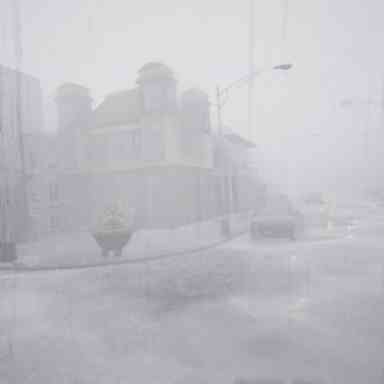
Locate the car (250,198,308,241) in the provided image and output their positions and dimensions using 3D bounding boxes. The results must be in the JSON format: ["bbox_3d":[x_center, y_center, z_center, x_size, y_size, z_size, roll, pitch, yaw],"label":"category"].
[{"bbox_3d":[4.078,1.288,15.638,1.882,1.535,5.008,-3,0,24],"label":"car"}]

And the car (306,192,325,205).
[{"bbox_3d":[14.567,0.756,39.440,1.812,1.442,4.674,-3,0,24],"label":"car"}]
